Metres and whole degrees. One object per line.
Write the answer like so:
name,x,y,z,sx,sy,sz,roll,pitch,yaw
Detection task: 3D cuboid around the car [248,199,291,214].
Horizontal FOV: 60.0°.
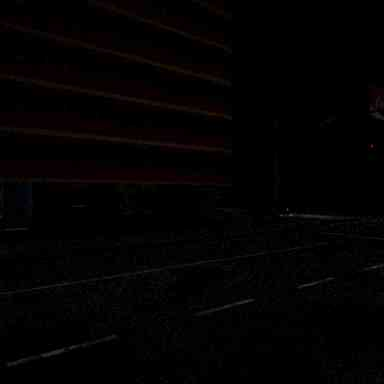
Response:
car,8.145,1.491,35.316,2.128,1.511,4.902,0,0,-36
